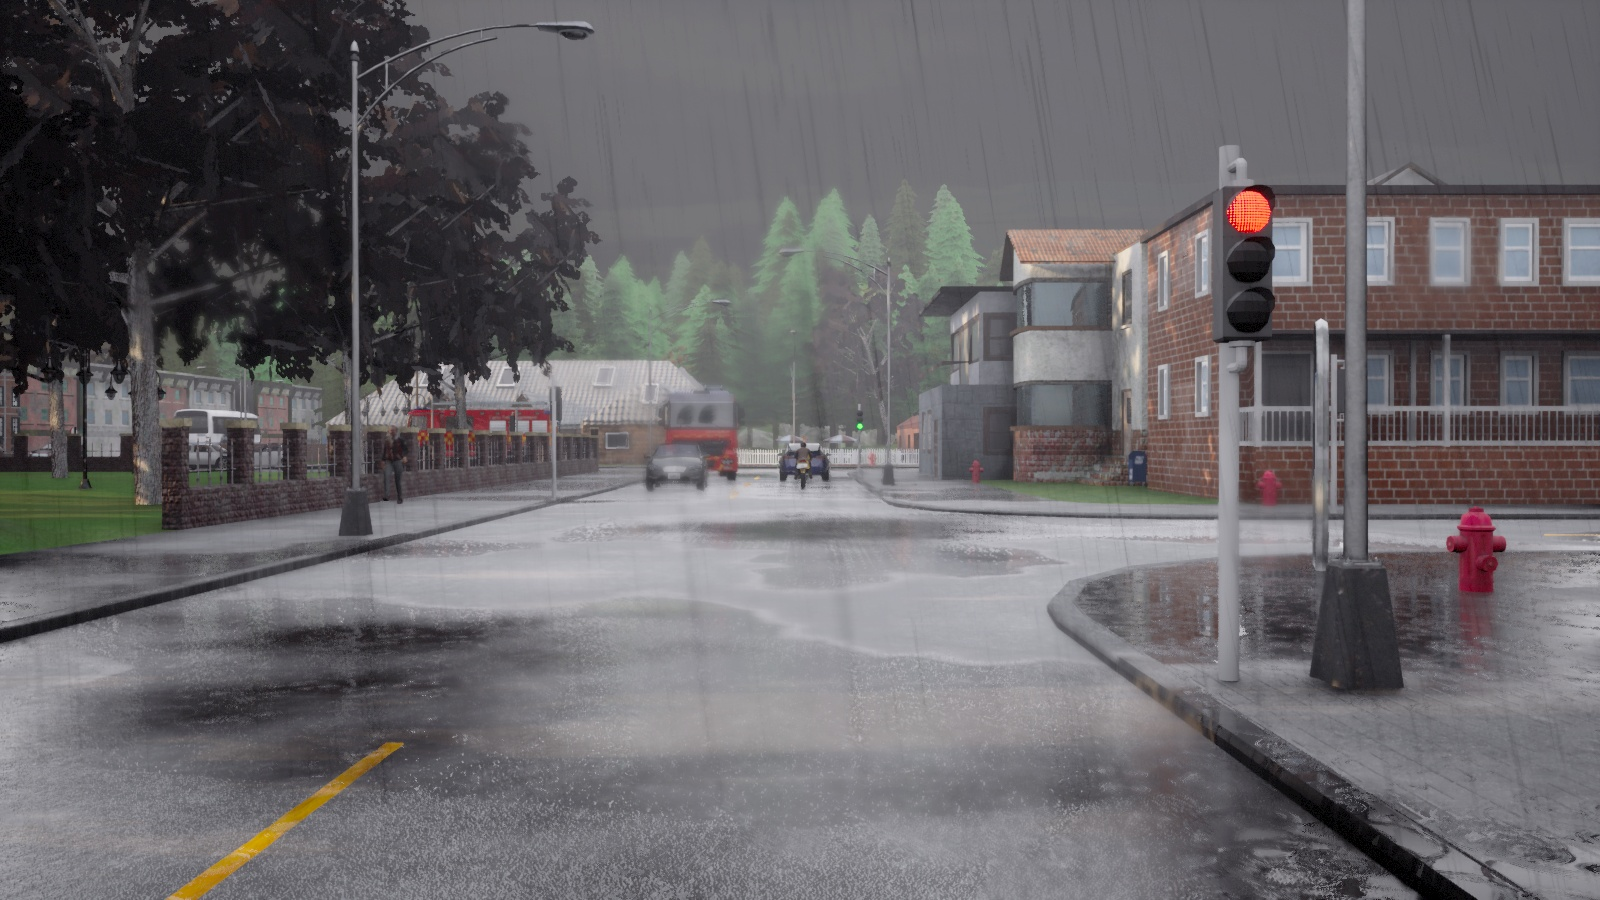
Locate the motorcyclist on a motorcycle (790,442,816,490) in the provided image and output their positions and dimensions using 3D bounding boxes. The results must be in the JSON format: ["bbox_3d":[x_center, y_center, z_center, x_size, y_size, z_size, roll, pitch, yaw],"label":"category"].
[{"bbox_3d":[0.117,0.497,40.960,0.797,1.523,2.044,0,0,1],"label":"motorcyclist on a motorcycle"}]

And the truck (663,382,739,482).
[{"bbox_3d":[-4.037,-0.718,52.503,2.891,3.827,8.468,0,0,-3],"label":"truck"}]

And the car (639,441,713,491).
[{"bbox_3d":[-3.947,0.470,40.708,2.128,1.511,4.902,0,0,-3],"label":"car"}]

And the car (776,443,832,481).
[{"bbox_3d":[0.171,0.458,51.109,2.163,1.488,4.792,0,0,0],"label":"car"}]

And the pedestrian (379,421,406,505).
[{"bbox_3d":[-9.183,0.289,28.287,0.376,1.854,0.720,0,0,0],"label":"pedestrian"}]

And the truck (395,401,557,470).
[{"bbox_3d":[-18.288,-0.835,71.285,8.468,3.827,2.891,0,0,1],"label":"truck"}]

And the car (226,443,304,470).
[{"bbox_3d":[-30.378,0.334,71.393,3.633,1.501,1.845,0,0,3],"label":"car"}]

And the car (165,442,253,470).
[{"bbox_3d":[-31.765,0.305,67.616,3.806,1.475,1.970,0,0,-1],"label":"car"}]
